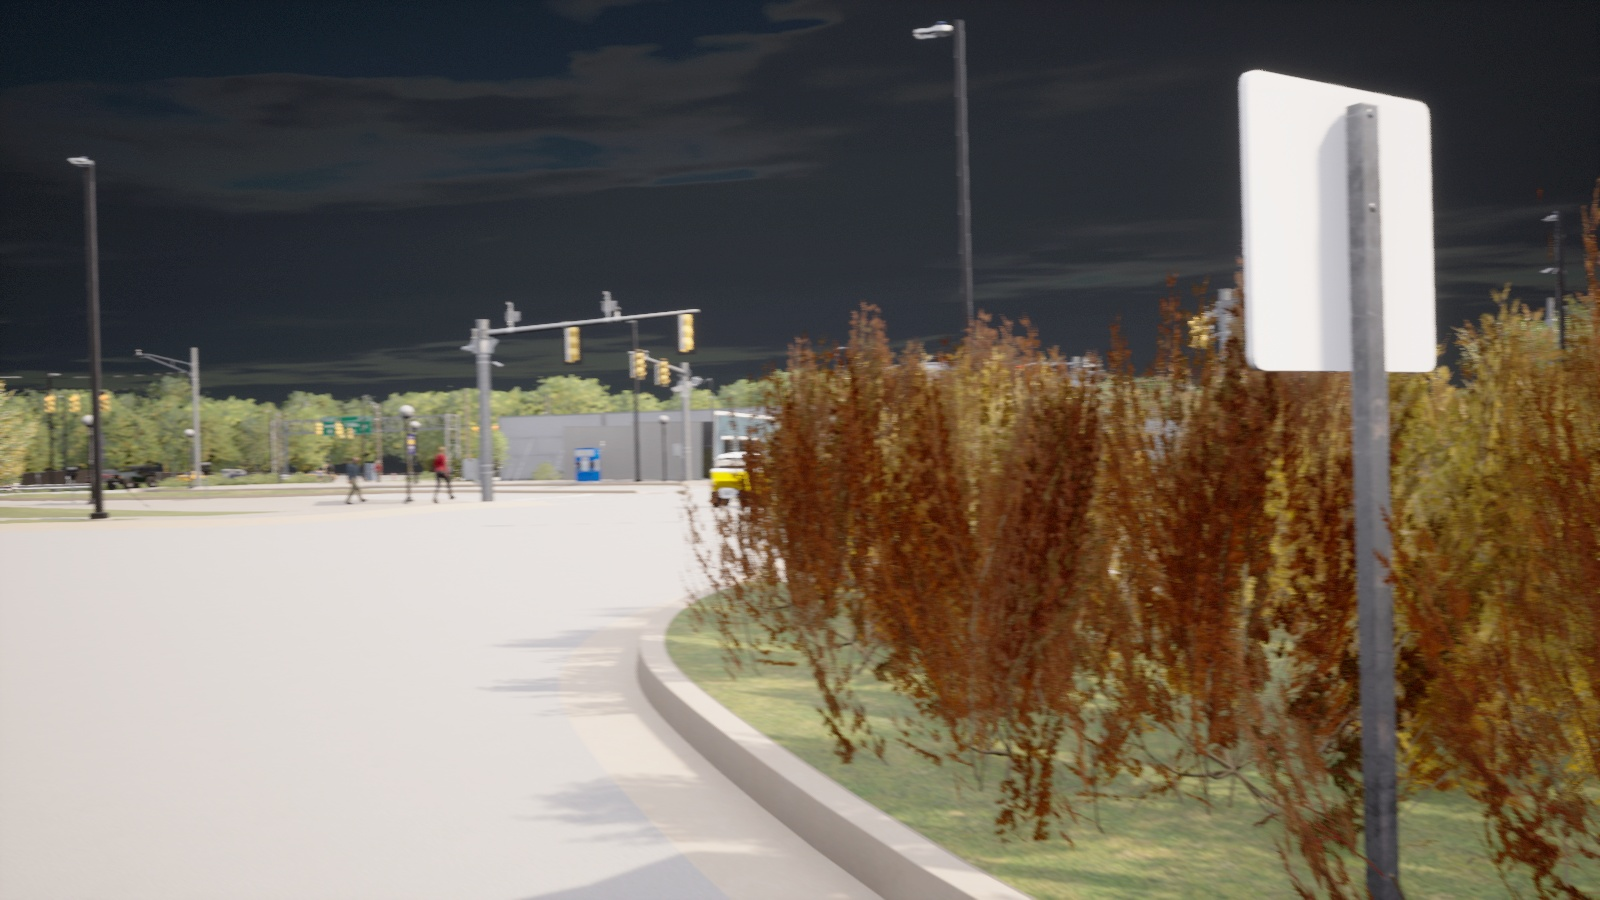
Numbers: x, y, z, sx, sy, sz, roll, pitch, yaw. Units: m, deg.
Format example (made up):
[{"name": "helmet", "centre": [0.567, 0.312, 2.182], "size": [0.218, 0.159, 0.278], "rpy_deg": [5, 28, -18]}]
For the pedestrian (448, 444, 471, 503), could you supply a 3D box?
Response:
[{"name": "pedestrian", "centre": [-10.804, 0.746, 39.843], "size": [0.331, 1.846, 0.636], "rpy_deg": [-1, 0, 24]}]

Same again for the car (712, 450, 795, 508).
[{"name": "car", "centre": [-1.131, 0.728, 31.431], "size": [1.481, 1.376, 2.207], "rpy_deg": [-2, -1, 15]}]

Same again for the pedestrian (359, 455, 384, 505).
[{"name": "pedestrian", "centre": [-15.960, 1.105, 46.807], "size": [0.726, 1.842, 0.402], "rpy_deg": [-1, 0, 16]}]
